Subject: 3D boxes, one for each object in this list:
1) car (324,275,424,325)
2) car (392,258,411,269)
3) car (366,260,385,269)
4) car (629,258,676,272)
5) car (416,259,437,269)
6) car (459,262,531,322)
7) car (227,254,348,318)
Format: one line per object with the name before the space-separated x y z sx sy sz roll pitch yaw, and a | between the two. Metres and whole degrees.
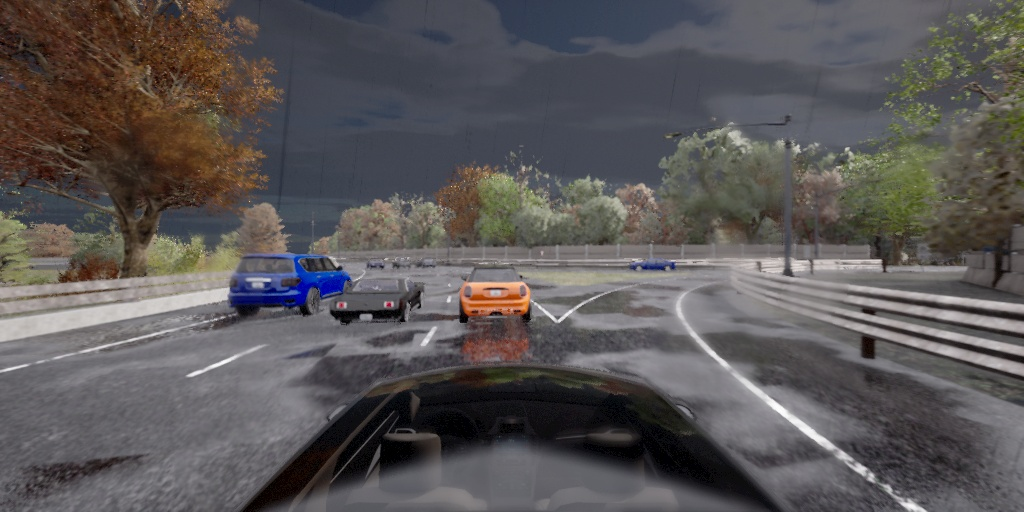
car | -4.075 1.315 11.699 1.895 1.301 4.718 0 0 -6
car | -15.809 1.048 51.292 2.128 1.511 4.902 0 0 -30
car | -19.008 1.175 49.843 1.895 1.301 4.718 0 0 -30
car | 15.825 0.991 40.574 5.008 1.535 1.882 0 0 7
car | -12.661 1.085 52.832 2.033 1.411 5.357 0 0 -30
car | -0.662 1.052 12.229 2.097 1.767 4.553 0 0 -6
car | -7.738 0.940 13.158 2.150 2.045 5.566 0 0 -7
